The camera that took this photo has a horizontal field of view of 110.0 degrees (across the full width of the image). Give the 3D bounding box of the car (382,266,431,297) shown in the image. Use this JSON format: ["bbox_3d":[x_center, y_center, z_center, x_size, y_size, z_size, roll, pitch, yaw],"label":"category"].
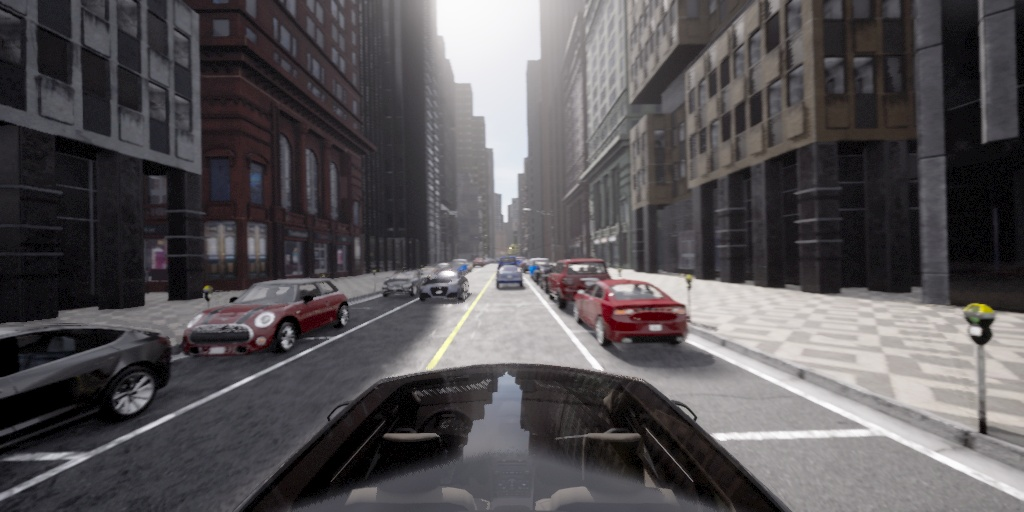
[{"bbox_3d":[-5.935,1.457,20.274,2.007,1.370,4.403,0,0,-1],"label":"car"}]

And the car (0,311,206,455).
[{"bbox_3d":[-5.703,1.440,3.366,1.948,1.339,4.313,0,0,-1],"label":"car"}]

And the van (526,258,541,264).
[{"bbox_3d":[2.433,1.087,31.674,1.690,1.789,3.998,0,0,-1],"label":"van"}]

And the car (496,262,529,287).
[{"bbox_3d":[-0.167,1.338,24.818,2.033,1.411,5.357,-1,0,0],"label":"car"}]

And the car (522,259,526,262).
[{"bbox_3d":[2.279,1.333,42.946,1.948,1.339,4.313,0,0,-1],"label":"car"}]

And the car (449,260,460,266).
[{"bbox_3d":[-6.089,1.367,31.545,1.967,1.591,4.097,0,0,-1],"label":"car"}]

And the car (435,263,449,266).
[{"bbox_3d":[-6.010,1.442,25.739,1.751,1.417,4.829,0,0,-1],"label":"car"}]

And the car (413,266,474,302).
[{"bbox_3d":[-3.245,1.409,17.853,1.994,1.385,4.181,-1,0,-1],"label":"car"}]

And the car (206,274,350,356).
[{"bbox_3d":[-5.780,1.325,9.003,1.967,1.591,4.097,0,0,-1],"label":"car"}]

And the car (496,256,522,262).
[{"bbox_3d":[-0.379,1.040,38.097,2.150,2.045,5.566,-1,0,0],"label":"car"}]

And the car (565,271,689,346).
[{"bbox_3d":[2.742,1.248,9.129,1.888,1.381,4.507,0,0,-1],"label":"car"}]

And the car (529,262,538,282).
[{"bbox_3d":[2.510,1.301,26.038,1.948,1.339,4.313,0,0,-1],"label":"car"}]

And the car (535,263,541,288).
[{"bbox_3d":[2.587,1.290,20.401,1.948,1.339,4.313,0,0,-1],"label":"car"}]

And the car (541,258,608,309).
[{"bbox_3d":[2.665,1.029,14.766,2.192,1.841,5.009,0,0,-1],"label":"car"}]

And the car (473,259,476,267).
[{"bbox_3d":[-6.318,1.485,48.282,1.751,1.417,4.829,0,0,-1],"label":"car"}]

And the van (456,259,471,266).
[{"bbox_3d":[-6.244,1.290,42.817,1.690,1.789,3.998,0,0,-1],"label":"van"}]
